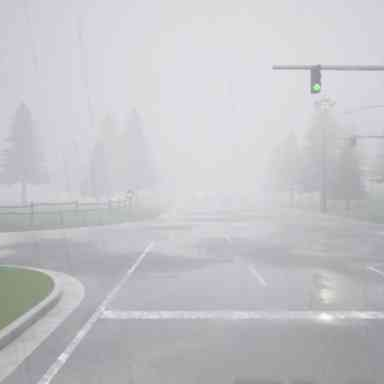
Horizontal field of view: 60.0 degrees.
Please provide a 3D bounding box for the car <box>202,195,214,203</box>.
[{"bbox_3d":[3.562,1.471,70.306,1.882,1.535,5.008,0,0,0],"label":"car"}]

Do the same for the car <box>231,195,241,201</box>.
[{"bbox_3d":[10.571,1.429,80.750,1.895,1.301,4.718,0,0,0],"label":"car"}]

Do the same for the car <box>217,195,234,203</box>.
[{"bbox_3d":[7.062,1.518,70.303,2.128,1.511,4.902,0,0,0],"label":"car"}]

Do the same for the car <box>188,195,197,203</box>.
[{"bbox_3d":[0.062,1.518,70.309,2.128,1.511,4.902,0,0,0],"label":"car"}]

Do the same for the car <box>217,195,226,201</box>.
[{"bbox_3d":[7.071,1.429,80.753,1.895,1.301,4.718,0,0,0],"label":"car"}]

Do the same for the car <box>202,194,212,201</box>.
[{"bbox_3d":[3.571,1.359,80.726,2.128,1.511,4.902,0,0,0],"label":"car"}]

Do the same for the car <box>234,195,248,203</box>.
[{"bbox_3d":[10.562,1.533,70.300,2.033,1.411,5.357,0,0,0],"label":"car"}]

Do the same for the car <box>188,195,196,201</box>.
[{"bbox_3d":[0.071,1.429,80.759,1.895,1.301,4.718,0,0,0],"label":"car"}]
